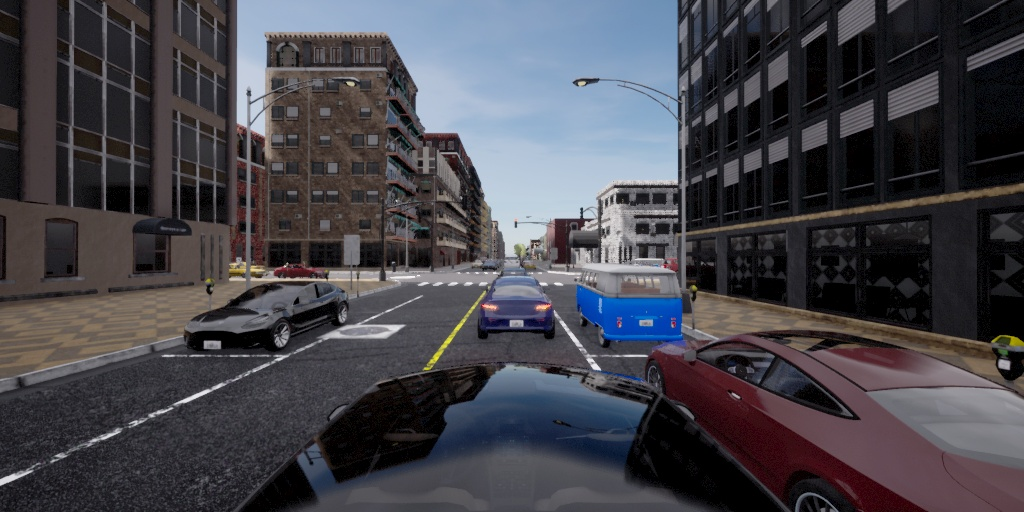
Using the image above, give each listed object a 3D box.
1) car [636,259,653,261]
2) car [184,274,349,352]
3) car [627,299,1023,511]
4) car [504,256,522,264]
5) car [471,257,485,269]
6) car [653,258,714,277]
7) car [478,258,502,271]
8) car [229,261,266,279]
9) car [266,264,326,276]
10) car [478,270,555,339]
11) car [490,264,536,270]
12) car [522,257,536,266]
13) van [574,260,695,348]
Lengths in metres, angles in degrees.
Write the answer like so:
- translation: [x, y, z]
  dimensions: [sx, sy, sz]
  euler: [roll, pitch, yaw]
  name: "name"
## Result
- translation: [11.718, 1.302, 35.520]
  dimensions: [4.902, 1.511, 2.128]
  euler: [0, 0, -3]
  name: "car"
- translation: [-5.690, 1.317, 8.986]
  dimensions: [1.948, 1.339, 4.313]
  euler: [0, 0, 0]
  name: "car"
- translation: [2.657, 1.332, 3.270]
  dimensions: [1.802, 1.307, 4.207]
  euler: [0, 0, 0]
  name: "car"
- translation: [0.020, 1.008, 53.495]
  dimensions: [2.150, 2.045, 5.566]
  euler: [0, 0, 1]
  name: "car"
- translation: [-5.687, 1.318, 59.114]
  dimensions: [1.751, 1.417, 4.829]
  euler: [0, 0, 0]
  name: "car"
- translation: [14.921, 1.108, 29.843]
  dimensions: [5.009, 1.841, 2.192]
  euler: [0, 0, 0]
  name: "car"
- translation: [-3.058, 1.329, 50.592]
  dimensions: [2.033, 1.411, 5.357]
  euler: [0, 0, 3]
  name: "car"
- translation: [-22.958, 1.216, 29.755]
  dimensions: [4.829, 1.417, 1.751]
  euler: [0, 0, 0]
  name: "car"
- translation: [-17.465, 1.284, 29.768]
  dimensions: [4.207, 1.307, 1.802]
  euler: [0, 0, 0]
  name: "car"
- translation: [0.101, 1.277, 9.959]
  dimensions: [1.812, 1.442, 4.674]
  euler: [0, 0, 0]
  name: "car"
- translation: [0.093, 1.318, 18.411]
  dimensions: [1.994, 1.385, 4.181]
  euler: [0, 0, 0]
  name: "car"
- translation: [2.694, 1.311, 53.915]
  dimensions: [1.751, 1.417, 4.829]
  euler: [0, 0, 0]
  name: "car"
- translation: [2.657, 1.092, 8.959]
  dimensions: [1.690, 1.789, 3.998]
  euler: [0, 0, 0]
  name: "van"
